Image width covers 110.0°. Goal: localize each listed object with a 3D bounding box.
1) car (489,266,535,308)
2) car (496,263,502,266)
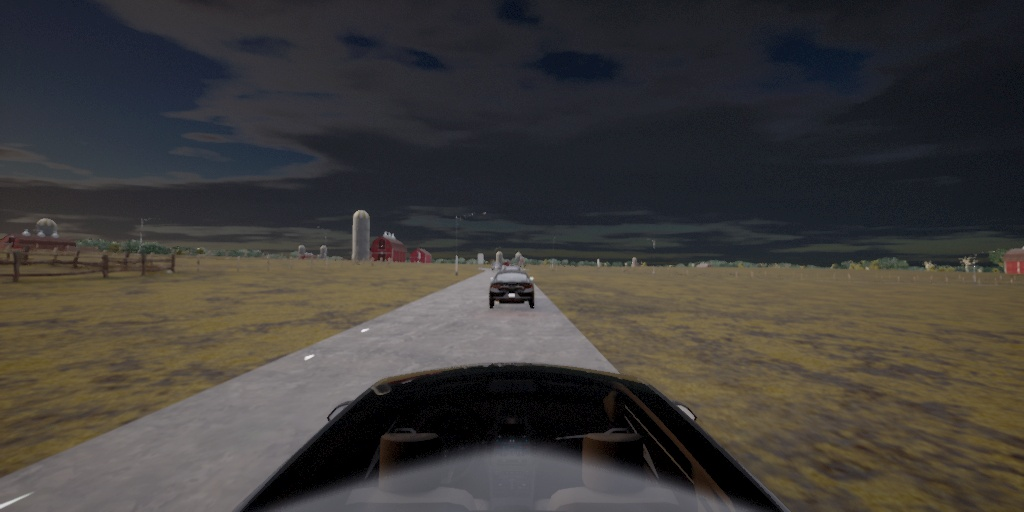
[{"bbox_3d":[-0.003,1.383,16.335,1.882,1.535,5.008,0,0,0],"label":"car"},{"bbox_3d":[-0.015,1.579,31.168,2.128,1.511,4.902,0,-1,0],"label":"car"}]
